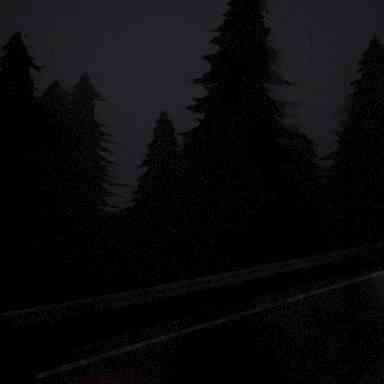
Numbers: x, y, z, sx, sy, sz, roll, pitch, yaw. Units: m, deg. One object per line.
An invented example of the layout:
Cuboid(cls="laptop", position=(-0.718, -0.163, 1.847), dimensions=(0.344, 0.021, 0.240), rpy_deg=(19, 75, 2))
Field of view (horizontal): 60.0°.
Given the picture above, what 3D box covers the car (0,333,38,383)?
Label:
Cuboid(cls="car", position=(-3.264, 1.552, 1.017), dimensions=(5.357, 1.411, 2.033), rpy_deg=(0, 0, -38))
